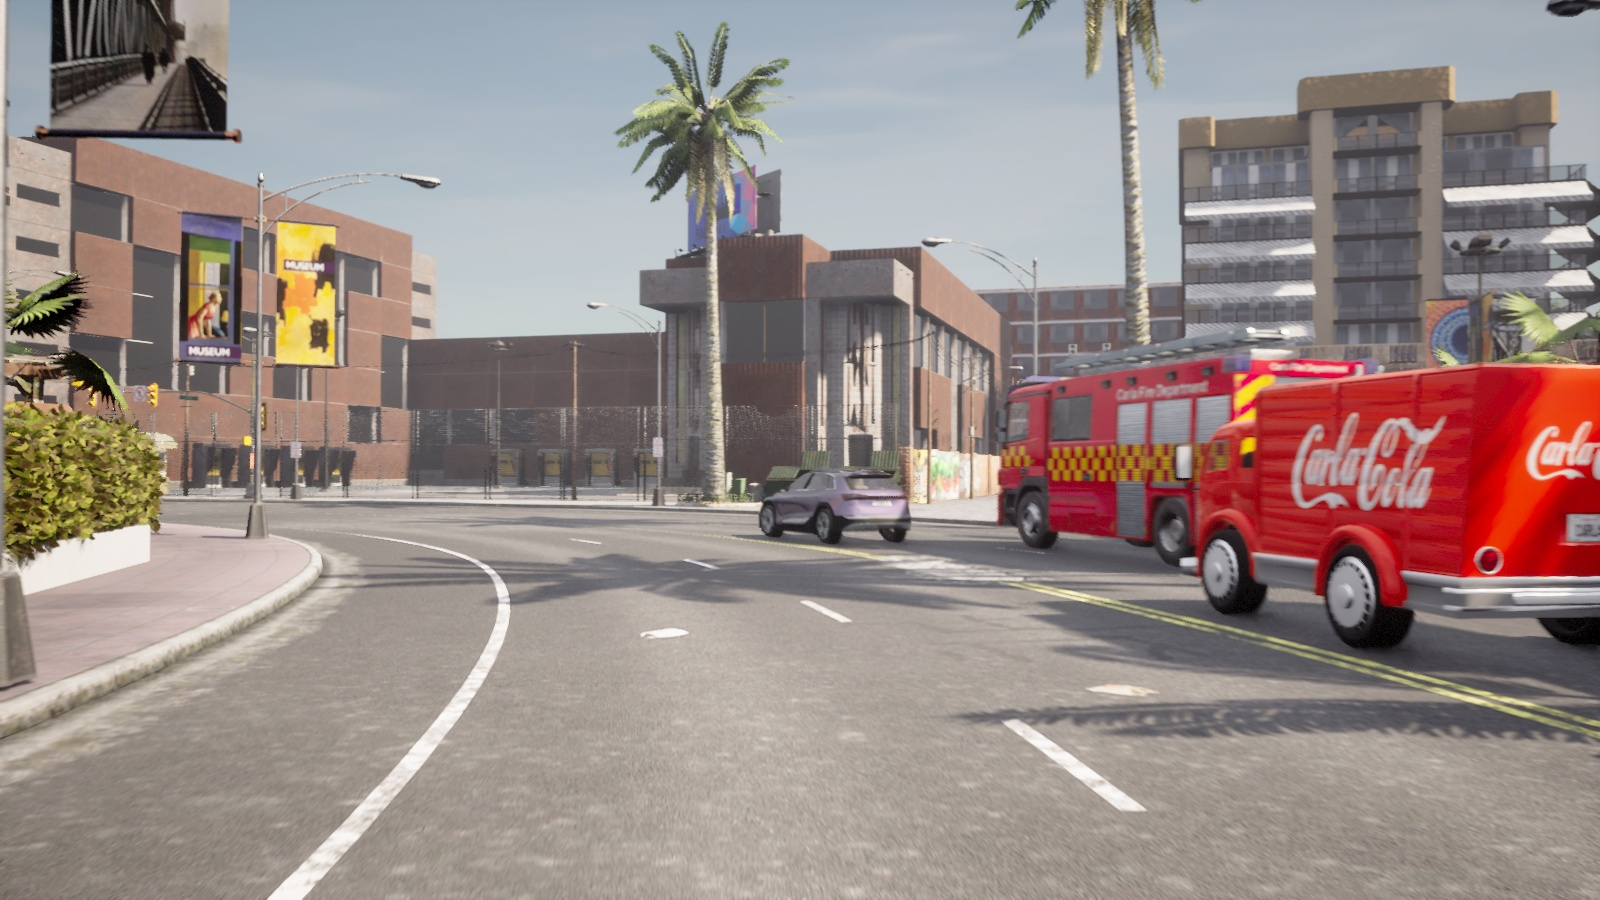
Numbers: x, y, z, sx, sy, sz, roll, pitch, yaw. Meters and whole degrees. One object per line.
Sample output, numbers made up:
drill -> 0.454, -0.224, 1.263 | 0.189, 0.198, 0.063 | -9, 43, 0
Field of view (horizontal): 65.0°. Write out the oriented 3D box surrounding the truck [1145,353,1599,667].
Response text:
truck -> 5.854, 0.511, 12.655 | 2.627, 2.467, 5.204 | 0, -1, -9

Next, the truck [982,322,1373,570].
truck -> 6.597, 0.017, 23.838 | 2.891, 3.827, 8.468 | 0, -1, -17

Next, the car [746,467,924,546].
car -> 0.676, 1.222, 28.696 | 2.033, 1.649, 4.856 | 0, -1, -26
